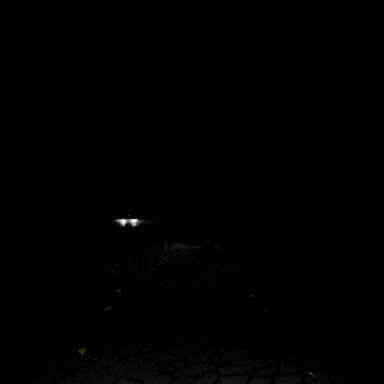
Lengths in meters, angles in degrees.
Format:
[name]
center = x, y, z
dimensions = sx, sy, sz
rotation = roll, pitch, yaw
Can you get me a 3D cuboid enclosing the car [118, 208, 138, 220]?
[car]
center = -7.597, 2.598, 40.221
dimensions = 1.994, 1.385, 4.181
rotation = 0, -2, -12
